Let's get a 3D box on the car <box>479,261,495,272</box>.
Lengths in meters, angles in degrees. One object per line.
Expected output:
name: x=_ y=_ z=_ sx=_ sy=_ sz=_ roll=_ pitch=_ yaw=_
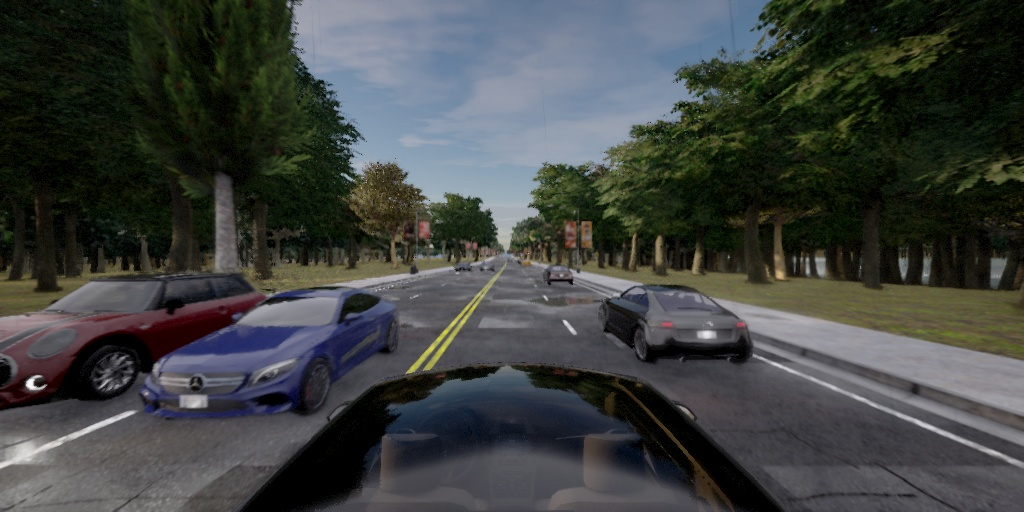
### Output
car: x=-3.319 y=1.411 z=48.433 sx=2.128 sy=1.511 sz=4.902 roll=0 pitch=0 yaw=0

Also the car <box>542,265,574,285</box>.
car: x=3.356 y=1.367 z=26.709 sx=2.033 sy=1.411 sz=5.357 roll=0 pitch=0 yaw=0

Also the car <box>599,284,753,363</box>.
car: x=3.349 y=1.325 z=8.165 sx=1.994 sy=1.385 sz=4.181 roll=0 pitch=0 yaw=0

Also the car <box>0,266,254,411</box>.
car: x=-6.601 y=1.110 z=6.423 sx=2.097 sy=1.767 sz=4.553 roll=0 pitch=0 yaw=0

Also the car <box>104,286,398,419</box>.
car: x=-3.362 y=1.283 z=6.119 sx=1.812 sy=1.442 sz=4.674 roll=0 pitch=0 yaw=0

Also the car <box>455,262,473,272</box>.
car: x=-6.566 y=1.489 z=49.157 sx=1.994 sy=1.385 sz=4.181 roll=0 pitch=0 yaw=0
